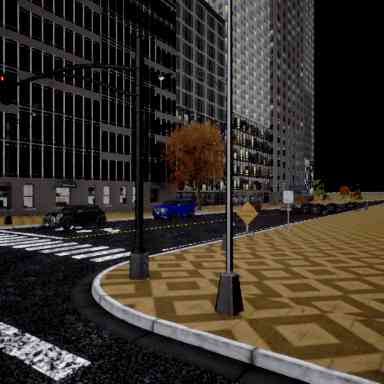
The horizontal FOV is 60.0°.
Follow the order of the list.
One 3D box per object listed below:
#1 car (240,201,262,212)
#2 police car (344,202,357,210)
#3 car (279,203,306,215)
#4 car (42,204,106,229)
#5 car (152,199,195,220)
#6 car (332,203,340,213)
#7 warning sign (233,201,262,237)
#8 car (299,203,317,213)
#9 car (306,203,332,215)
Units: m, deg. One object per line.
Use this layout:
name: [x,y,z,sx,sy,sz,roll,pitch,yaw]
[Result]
car: [9.114,2.225,51.257,2.097,1.767,4.553,0,-1,33]
police car: [31.505,2.738,65.842,1.930,1.638,5.238,0,-1,33]
car: [13.820,2.402,46.406,2.033,1.411,5.357,0,-1,33]
car: [-8.455,1.648,24.110,2.097,1.767,4.553,0,-1,33]
car: [-1.781,1.739,34.467,2.150,2.045,5.566,0,-1,33]
car: [23.089,2.574,54.707,1.837,1.490,4.892,0,-1,33]
warning sign: [3.102,1.454,18.567,1.300,1.860,1.060,1,1,33]
car: [19.135,2.533,54.745,1.837,1.490,4.892,0,-1,33]
car: [17.691,2.398,46.318,1.837,1.490,4.892,0,-1,33]
